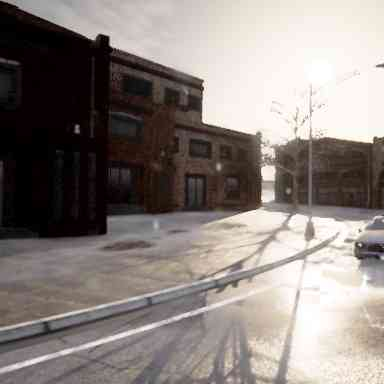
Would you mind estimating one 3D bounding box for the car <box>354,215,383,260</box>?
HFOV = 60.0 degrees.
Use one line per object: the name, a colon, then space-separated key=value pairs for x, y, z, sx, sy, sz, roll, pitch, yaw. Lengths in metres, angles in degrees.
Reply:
car: x=7.265 y=1.563 z=11.982 sx=2.033 sy=1.411 sz=5.357 roll=0 pitch=0 yaw=36
